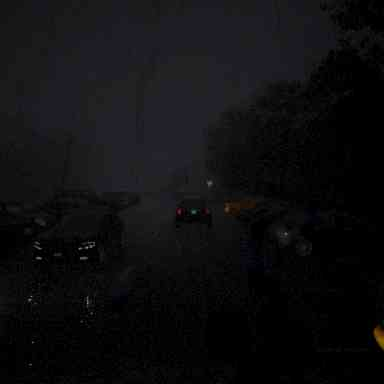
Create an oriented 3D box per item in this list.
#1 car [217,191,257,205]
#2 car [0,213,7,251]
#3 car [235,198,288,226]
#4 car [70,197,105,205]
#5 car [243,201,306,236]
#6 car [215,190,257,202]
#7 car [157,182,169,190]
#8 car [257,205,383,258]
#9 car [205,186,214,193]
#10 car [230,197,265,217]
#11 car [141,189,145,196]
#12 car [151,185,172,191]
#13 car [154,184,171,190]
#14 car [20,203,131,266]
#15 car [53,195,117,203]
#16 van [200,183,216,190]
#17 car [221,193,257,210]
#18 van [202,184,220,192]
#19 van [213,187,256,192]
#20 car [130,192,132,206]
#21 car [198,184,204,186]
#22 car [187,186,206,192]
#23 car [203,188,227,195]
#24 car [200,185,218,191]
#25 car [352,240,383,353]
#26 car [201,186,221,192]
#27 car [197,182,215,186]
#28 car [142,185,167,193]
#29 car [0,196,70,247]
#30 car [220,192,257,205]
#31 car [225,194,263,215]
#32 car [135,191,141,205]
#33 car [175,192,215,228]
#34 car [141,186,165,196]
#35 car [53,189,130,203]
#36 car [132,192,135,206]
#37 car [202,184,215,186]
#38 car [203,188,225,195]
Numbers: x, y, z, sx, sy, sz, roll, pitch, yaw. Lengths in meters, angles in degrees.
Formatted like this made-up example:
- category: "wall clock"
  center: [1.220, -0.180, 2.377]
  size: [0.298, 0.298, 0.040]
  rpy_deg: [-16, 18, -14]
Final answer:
- category: "car"
  center: [5.035, 0.903, 31.344]
  size: [4.674, 1.452, 2.002]
  rpy_deg: [0, 2, 0]
- category: "car"
  center: [-8.013, 1.451, 8.853]
  size: [4.792, 1.488, 2.163]
  rpy_deg: [0, 1, 0]
- category: "car"
  center: [5.030, 1.286, 17.402]
  size: [5.008, 1.535, 2.097]
  rpy_deg: [0, 1, 0]
- category: "car"
  center: [-8.074, 1.256, 20.009]
  size: [4.792, 1.488, 2.163]
  rpy_deg: [0, 1, 0]
- category: "car"
  center: [5.031, 1.340, 14.613]
  size: [5.008, 1.535, 2.097]
  rpy_deg: [0, 1, 0]
- category: "car"
  center: [5.034, 0.791, 34.127]
  size: [4.674, 1.452, 2.002]
  rpy_deg: [0, 2, 0]
- category: "car"
  center: [-8.323, -0.498, 72.057]
  size: [5.566, 2.045, 2.435]
  rpy_deg: [0, 3, 0]
- category: "car"
  center: [5.031, 1.388, 11.695]
  size: [4.892, 1.521, 2.231]
  rpy_deg: [0, 1, 0]
- category: "car"
  center: [4.732, 0.144, 63.892]
  size: [5.008, 1.535, 2.097]
  rpy_deg: [0, 3, 0]
- category: "car"
  center: [5.006, 1.253, 20.193]
  size: [4.792, 1.488, 2.163]
  rpy_deg: [0, 2, 0]
- category: "car"
  center: [-8.079, 0.675, 36.711]
  size: [4.792, 1.488, 2.163]
  rpy_deg: [0, 2, 0]
- category: "car"
  center: [-8.185, -1.032, 88.705]
  size: [5.366, 1.575, 1.946]
  rpy_deg: [0, 3, 0]
- category: "car"
  center: [-8.345, -1.388, 94.242]
  size: [4.553, 1.767, 2.185]
  rpy_deg: [0, 2, 0]
- category: "car"
  center: [-3.596, 1.387, 11.435]
  size: [1.882, 1.535, 5.008]
  rpy_deg: [0, 1, 0]
- category: "car"
  center: [-8.052, 1.152, 22.787]
  size: [4.892, 1.521, 2.231]
  rpy_deg: [0, 2, 0]
- category: "van"
  center: [4.596, -1.483, 94.174]
  size: [4.442, 1.987, 1.878]
  rpy_deg: [0, 2, 0]
- category: "car"
  center: [5.219, 1.063, 25.642]
  size: [5.366, 1.575, 1.946]
  rpy_deg: [0, 2, 0]
- category: "van"
  center: [4.830, -1.131, 86.018]
  size: [4.442, 1.987, 1.878]
  rpy_deg: [0, 3, 0]
- category: "van"
  center: [4.904, 0.421, 36.788]
  size: [4.442, 1.987, 1.878]
  rpy_deg: [-1, 2, 0]
- category: "car"
  center: [-8.053, 0.972, 28.367]
  size: [5.008, 1.535, 2.097]
  rpy_deg: [0, 2, 0]
- category: "car"
  center: [4.539, -0.379, 74.837]
  size: [5.366, 1.575, 1.946]
  rpy_deg: [0, 3, 0]
- category: "car"
  center: [0.081, 0.556, 35.783]
  size: [2.097, 1.767, 4.553]
  rpy_deg: [0, 2, 0]
- category: "car"
  center: [4.702, -0.084, 69.305]
  size: [4.792, 1.488, 2.163]
  rpy_deg: [0, 3, 0]
- category: "car"
  center: [4.736, -1.115, 91.434]
  size: [4.792, 1.488, 2.163]
  rpy_deg: [0, 2, 0]
- category: "car"
  center: [4.854, 1.466, 3.460]
  size: [5.366, 1.575, 1.946]
  rpy_deg: [0, 0, 0]
- category: "car"
  center: [4.688, -0.741, 83.138]
  size: [4.792, 1.488, 2.163]
  rpy_deg: [0, 3, 0]
- category: "car"
  center: [4.748, -0.890, 80.359]
  size: [5.566, 2.045, 2.435]
  rpy_deg: [0, 3, 0]
- category: "car"
  center: [-8.343, -0.116, 69.296]
  size: [5.008, 1.535, 2.097]
  rpy_deg: [0, 3, 0]
- category: "car"
  center: [-8.075, 1.216, 14.425]
  size: [4.553, 1.767, 2.185]
  rpy_deg: [0, 1, 0]
- category: "car"
  center: [5.061, 1.001, 28.433]
  size: [4.792, 1.488, 2.163]
  rpy_deg: [0, 2, 0]
- category: "car"
  center: [5.220, 1.149, 22.848]
  size: [5.366, 1.575, 1.946]
  rpy_deg: [0, 2, 0]
- category: "car"
  center: [-8.019, 0.787, 33.930]
  size: [4.792, 1.488, 2.163]
  rpy_deg: [0, 2, 0]
- category: "car"
  center: [0.094, 1.086, 20.415]
  size: [2.097, 1.767, 4.553]
  rpy_deg: [0, 1, 0]
- category: "car"
  center: [-8.375, 0.046, 66.524]
  size: [4.792, 1.488, 2.163]
  rpy_deg: [0, 3, 0]
- category: "car"
  center: [-8.018, 0.815, 25.567]
  size: [5.566, 2.045, 2.435]
  rpy_deg: [0, 2, 0]
- category: "car"
  center: [-8.017, 0.742, 31.140]
  size: [4.553, 1.767, 2.185]
  rpy_deg: [0, 2, 0]
- category: "car"
  center: [4.765, -0.113, 66.655]
  size: [4.553, 1.767, 2.185]
  rpy_deg: [0, 3, 0]
- category: "car"
  center: [4.725, -0.205, 72.072]
  size: [4.674, 1.452, 2.002]
  rpy_deg: [0, 3, 0]
